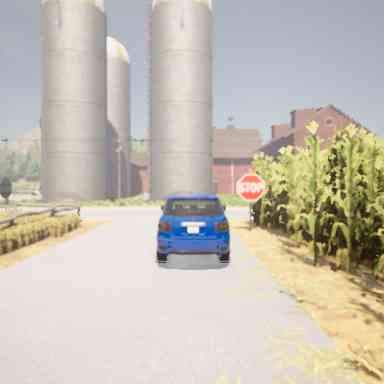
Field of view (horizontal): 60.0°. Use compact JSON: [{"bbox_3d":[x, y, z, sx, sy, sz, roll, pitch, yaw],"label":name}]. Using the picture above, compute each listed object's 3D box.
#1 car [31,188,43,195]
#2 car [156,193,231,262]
[{"bbox_3d":[-37.256,-0.053,81.467,3.866,1.878,1.905,0,1,0],"label":"car"},{"bbox_3d":[0.047,1.044,11.490,2.150,2.045,5.566,0,1,0],"label":"car"}]
